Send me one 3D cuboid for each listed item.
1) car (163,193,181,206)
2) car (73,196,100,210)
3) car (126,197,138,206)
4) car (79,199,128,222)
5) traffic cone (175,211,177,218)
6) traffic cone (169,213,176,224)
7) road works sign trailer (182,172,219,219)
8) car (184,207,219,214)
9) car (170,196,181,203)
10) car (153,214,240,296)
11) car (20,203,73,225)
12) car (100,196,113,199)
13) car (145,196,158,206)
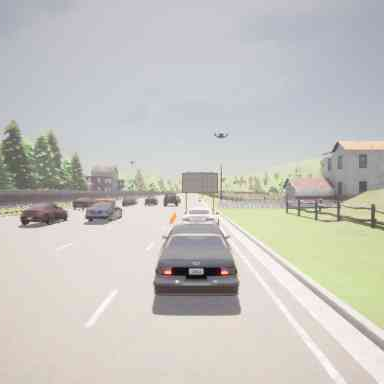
[{"bbox_3d":[-3.337,1.221,53.331,2.150,2.045,5.566,0,0,0],"label":"car"},{"bbox_3d":[-13.849,1.478,43.106,1.882,1.535,5.008,0,0,0],"label":"car"},{"bbox_3d":[-10.335,1.564,55.739,1.994,1.385,4.181,0,0,0],"label":"car"},{"bbox_3d":[-6.870,1.547,26.404,2.033,1.411,5.357,0,0,0],"label":"car"},{"bbox_3d":[-1.458,1.955,25.151,0.340,0.580,0.340,0,0,0],"label":"traffic cone"},{"bbox_3d":[-1.460,1.955,23.151,0.340,0.580,0.340,0,0,0],"label":"traffic cone"},{"bbox_3d":[0.512,0.464,22.054,2.380,3.560,2.880,0,0,-4],"label":"road works sign trailer"},{"bbox_3d":[0.505,1.539,18.440,1.812,1.442,4.674,0,-1,6],"label":"car"},{"bbox_3d":[-3.319,1.564,68.547,1.994,1.385,4.181,0,0,0],"label":"car"},{"bbox_3d":[0.108,1.547,8.795,2.033,1.411,5.357,0,0,1],"label":"car"},{"bbox_3d":[-10.372,1.525,23.598,1.812,1.442,4.674,0,0,0],"label":"car"},{"bbox_3d":[-13.839,1.352,53.104,2.097,1.767,4.553,0,0,0],"label":"car"},{"bbox_3d":[-6.832,1.478,56.614,1.882,1.535,5.008,0,0,0],"label":"car"}]
